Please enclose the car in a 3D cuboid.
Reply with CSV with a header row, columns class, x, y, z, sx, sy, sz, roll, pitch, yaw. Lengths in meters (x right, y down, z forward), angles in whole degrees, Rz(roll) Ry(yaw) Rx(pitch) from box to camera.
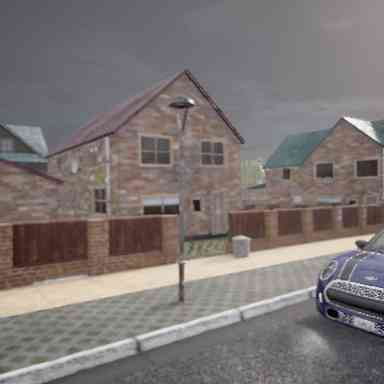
class,x,y,z,sx,sy,sz,roll,pitch,yaw
car,4.357,1.348,6.209,4.553,1.767,2.097,0,0,-36
